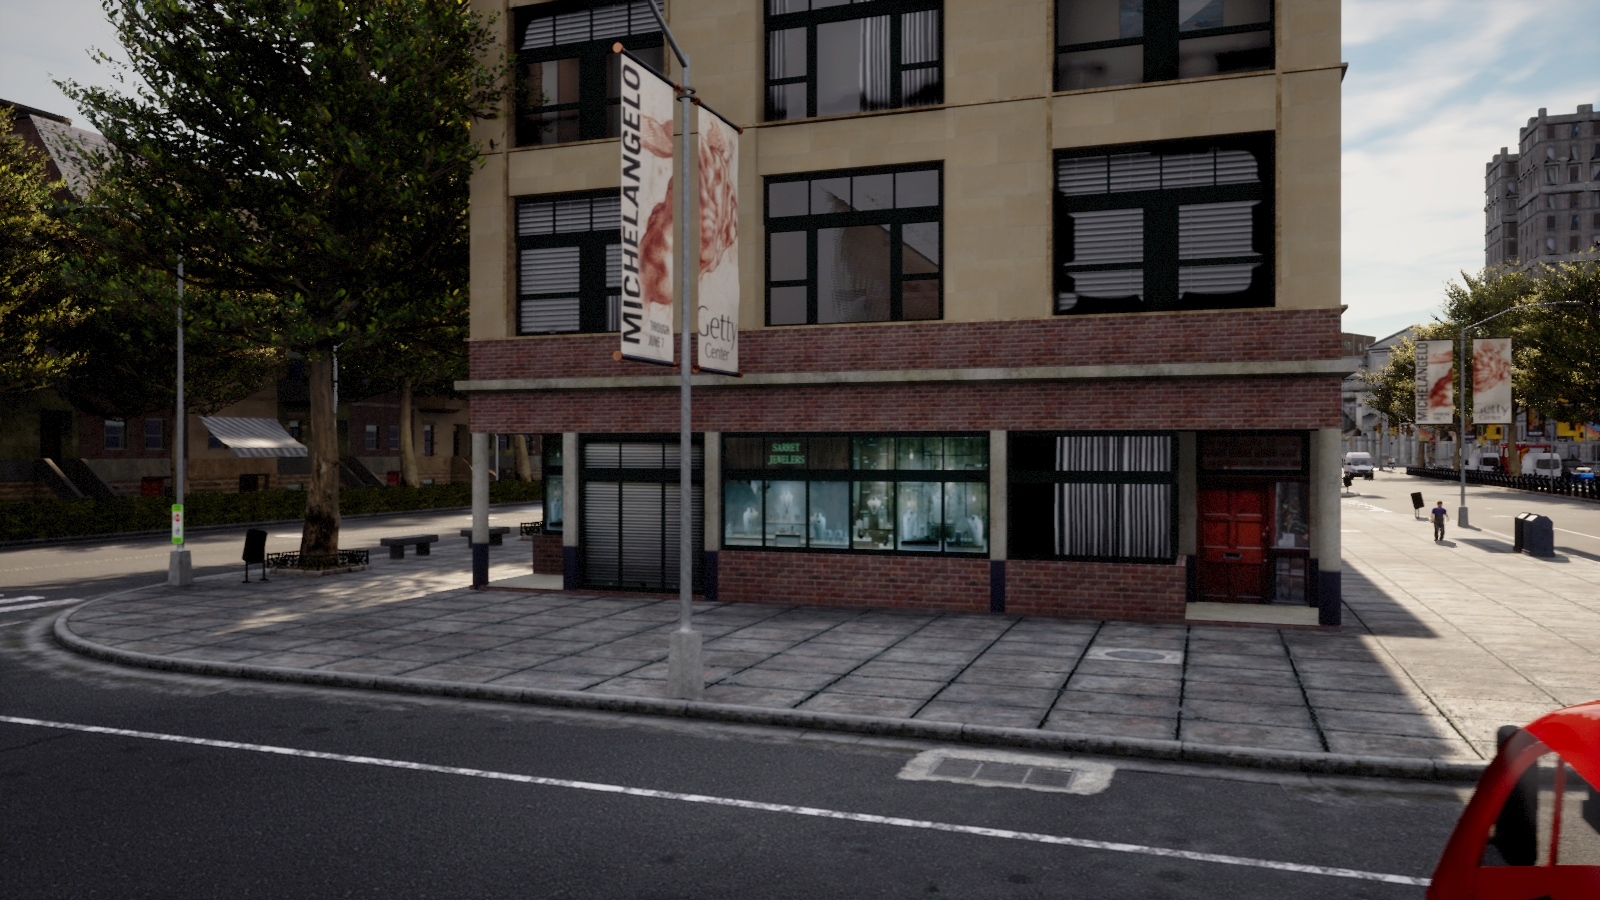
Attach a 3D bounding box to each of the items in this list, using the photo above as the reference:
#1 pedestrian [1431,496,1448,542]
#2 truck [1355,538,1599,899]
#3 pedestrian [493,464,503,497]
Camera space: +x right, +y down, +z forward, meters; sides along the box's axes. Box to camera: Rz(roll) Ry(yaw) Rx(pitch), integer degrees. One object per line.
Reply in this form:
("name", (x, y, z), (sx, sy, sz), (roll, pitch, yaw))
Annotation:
("pedestrian", (18.347, 1.978, 32.800), (0.375, 1.300, 0.375), (0, 0, 20))
("truck", (3.933, 1.580, 1.866), (5.204, 2.467, 2.627), (1, 0, 20))
("pedestrian", (-16.709, 1.684, 63.279), (0.375, 1.860, 0.375), (0, 0, 17))
